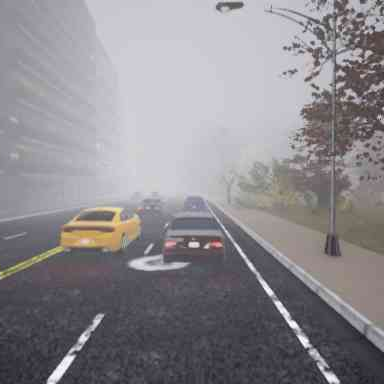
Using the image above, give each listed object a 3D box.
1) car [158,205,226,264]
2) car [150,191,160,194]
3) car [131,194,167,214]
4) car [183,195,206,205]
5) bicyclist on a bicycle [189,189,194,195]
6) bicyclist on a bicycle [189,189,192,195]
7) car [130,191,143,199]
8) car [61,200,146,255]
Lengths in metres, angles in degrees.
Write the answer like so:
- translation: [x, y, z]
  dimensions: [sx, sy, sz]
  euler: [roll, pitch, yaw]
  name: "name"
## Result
- translation: [0.082, 1.377, 11.134]
  dimensions: [2.033, 1.411, 5.357]
  euler: [0, 1, 1]
  name: "car"
- translation: [-6.403, 0.642, 57.796]
  dimensions: [1.837, 1.490, 4.892]
  euler: [0, 1, -1]
  name: "car"
- translation: [-3.071, 1.151, 26.148]
  dimensions: [2.033, 1.411, 5.357]
  euler: [0, 1, 1]
  name: "car"
- translation: [0.234, 1.031, 29.519]
  dimensions: [1.882, 1.535, 5.008]
  euler: [0, 1, 1]
  name: "car"
- translation: [0.091, 0.184, 84.713]
  dimensions: [0.582, 1.620, 1.656]
  euler: [0, 1, -3]
  name: "bicyclist on a bicycle"
- translation: [-0.470, -0.038, 93.763]
  dimensions: [0.659, 1.776, 1.843]
  euler: [0, 1, -4]
  name: "bicyclist on a bicycle"
- translation: [-9.655, 0.626, 58.811]
  dimensions: [1.837, 1.490, 4.892]
  euler: [0, 1, 0]
  name: "car"
- translation: [-3.146, 1.287, 12.437]
  dimensions: [1.882, 1.535, 5.008]
  euler: [0, 1, 1]
  name: "car"
